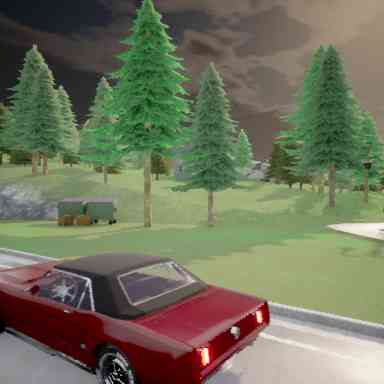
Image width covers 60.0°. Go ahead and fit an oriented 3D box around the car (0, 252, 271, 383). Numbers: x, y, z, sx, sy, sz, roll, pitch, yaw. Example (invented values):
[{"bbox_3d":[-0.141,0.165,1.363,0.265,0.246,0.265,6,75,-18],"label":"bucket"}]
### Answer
[{"bbox_3d":[-1.388,1.600,4.985,4.718,1.301,1.895,0,0,36],"label":"car"}]
